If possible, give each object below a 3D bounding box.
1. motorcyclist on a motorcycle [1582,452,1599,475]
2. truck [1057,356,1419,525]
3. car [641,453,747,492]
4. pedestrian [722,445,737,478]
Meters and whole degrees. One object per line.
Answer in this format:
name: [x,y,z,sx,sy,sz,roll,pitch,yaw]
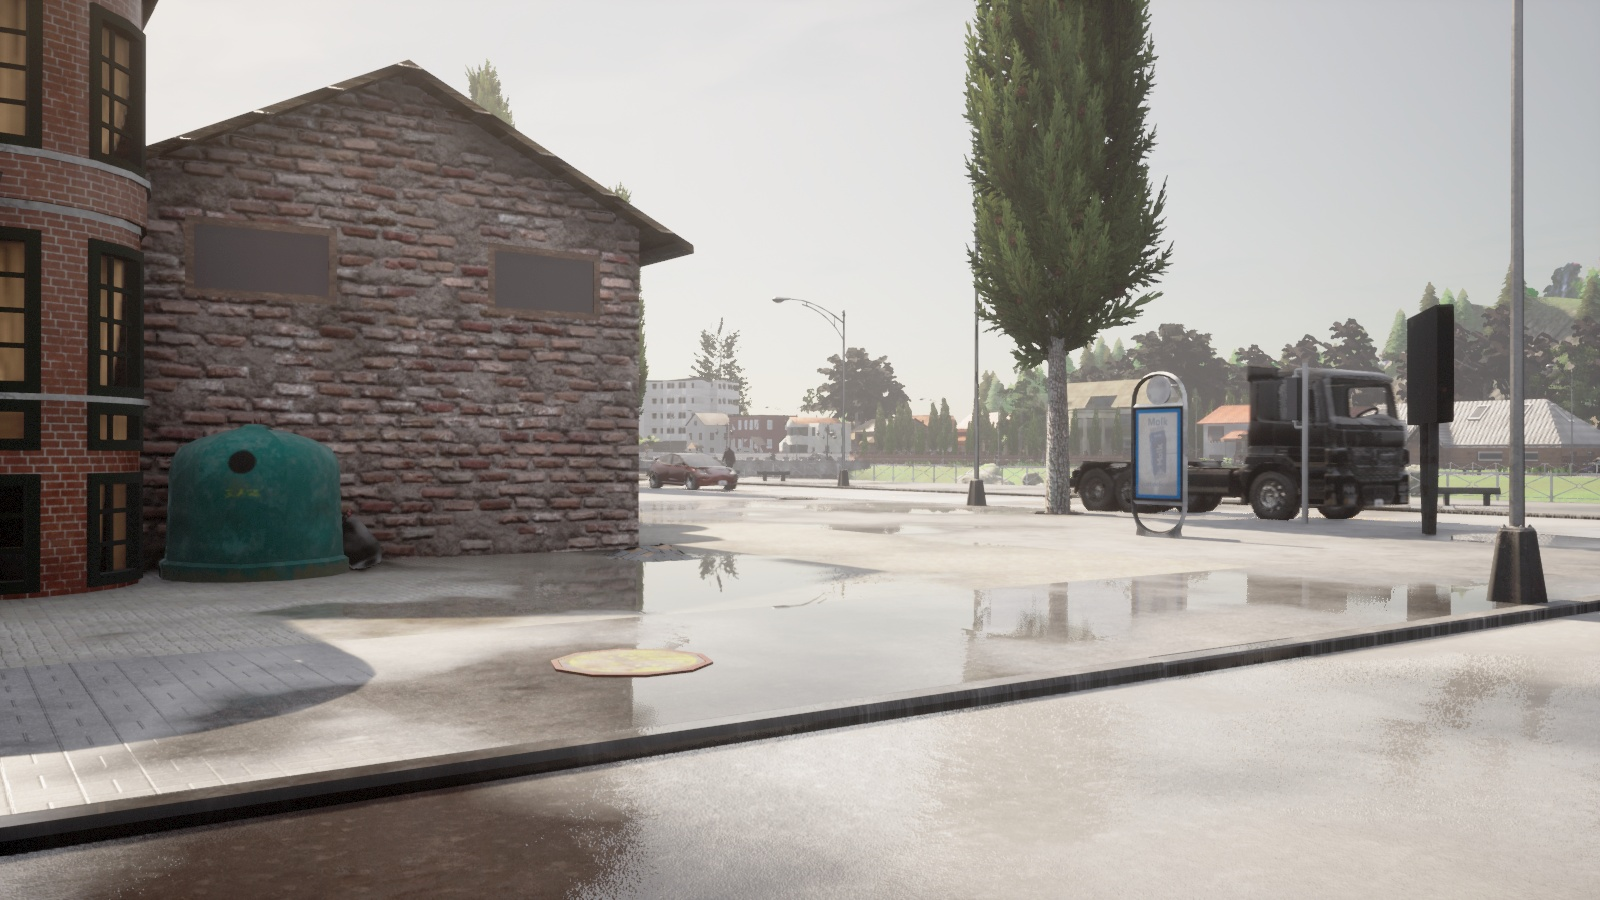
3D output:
motorcyclist on a motorcycle: [53.088,0.870,83.019,0.866,1.530,2.191,0,0,-35]
truck: [10.079,-0.185,29.910,2.891,3.462,7.936,0,0,-35]
car: [-4.329,0.878,50.581,2.163,1.488,4.792,0,0,-35]
pedestrian: [-3.999,0.637,71.096,0.634,1.844,0.899,0,0,-20]
